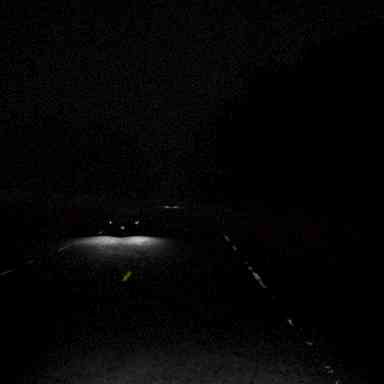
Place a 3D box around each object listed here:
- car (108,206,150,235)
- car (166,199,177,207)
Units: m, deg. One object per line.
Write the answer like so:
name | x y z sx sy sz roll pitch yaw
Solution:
car | -3.600 1.601 19.599 1.812 1.442 4.674 0 0 0
car | -3.676 1.907 60.550 2.033 1.411 5.357 0 -1 0
